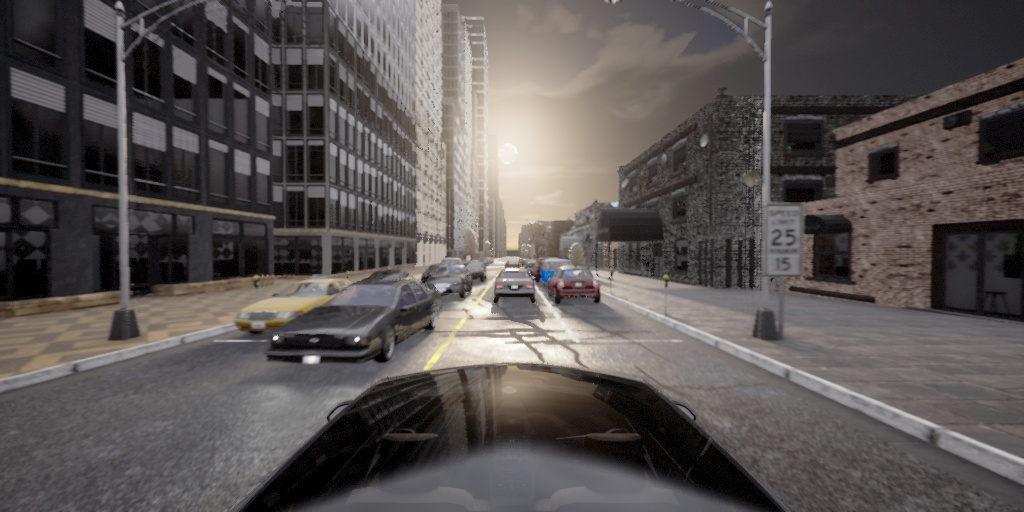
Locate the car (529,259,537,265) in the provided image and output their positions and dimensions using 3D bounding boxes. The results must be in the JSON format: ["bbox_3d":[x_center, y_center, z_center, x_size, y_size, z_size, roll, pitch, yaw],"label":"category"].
[{"bbox_3d":[2.701,1.041,27.699,2.192,1.841,5.009,0,0,0],"label":"car"}]

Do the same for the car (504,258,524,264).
[{"bbox_3d":[0.089,1.193,40.562,1.882,1.535,5.008,0,0,0],"label":"car"}]

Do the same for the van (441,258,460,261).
[{"bbox_3d":[-5.644,1.063,33.402,1.690,1.789,3.998,0,0,0],"label":"van"}]

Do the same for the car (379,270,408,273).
[{"bbox_3d":[-5.651,1.303,16.469,1.948,1.339,4.313,0,0,0],"label":"car"}]

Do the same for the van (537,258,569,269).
[{"bbox_3d":[2.699,1.073,22.055,1.690,1.789,3.998,0,0,0],"label":"van"}]

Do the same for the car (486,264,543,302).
[{"bbox_3d":[0.106,1.284,16.862,2.033,1.411,5.357,0,0,0],"label":"car"}]

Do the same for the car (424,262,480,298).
[{"bbox_3d":[-3.088,1.227,18.353,2.128,1.511,4.902,0,0,0],"label":"car"}]

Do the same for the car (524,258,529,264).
[{"bbox_3d":[2.712,1.258,50.275,2.007,1.370,4.403,0,0,0],"label":"car"}]

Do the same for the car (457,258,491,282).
[{"bbox_3d":[-3.049,1.204,28.774,1.882,1.535,5.008,0,0,1],"label":"car"}]

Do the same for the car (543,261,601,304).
[{"bbox_3d":[2.696,1.177,16.411,1.967,1.591,4.097,0,0,0],"label":"car"}]

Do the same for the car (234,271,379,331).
[{"bbox_3d":[-5.825,1.267,10.655,1.751,1.417,4.829,0,0,0],"label":"car"}]

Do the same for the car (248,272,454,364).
[{"bbox_3d":[-3.073,1.291,8.459,2.033,1.411,5.357,0,0,4],"label":"car"}]
